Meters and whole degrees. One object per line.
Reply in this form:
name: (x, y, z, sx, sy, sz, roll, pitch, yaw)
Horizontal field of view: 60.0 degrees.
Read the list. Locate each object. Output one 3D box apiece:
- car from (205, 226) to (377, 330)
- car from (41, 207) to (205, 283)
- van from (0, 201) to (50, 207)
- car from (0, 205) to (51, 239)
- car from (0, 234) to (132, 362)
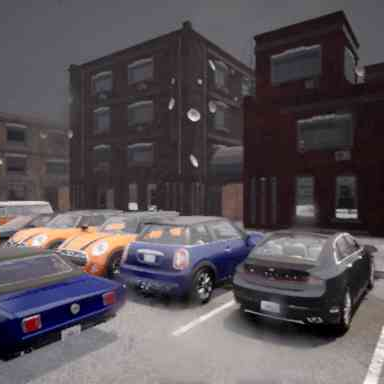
car: (2.602, 1.501, 7.093, 2.231, 1.521, 4.892, -1, 0, 36)
car: (-1.863, 1.432, 10.331, 2.185, 1.767, 4.553, -1, 0, 36)
van: (-8.678, 1.428, 15.022, 1.878, 1.987, 4.442, -1, 0, 36)
car: (-4.105, 1.463, 11.934, 2.185, 1.767, 4.553, -1, 0, 36)
car: (-3.455, 1.664, 5.850, 4.718, 1.301, 1.895, -1, 0, 36)
